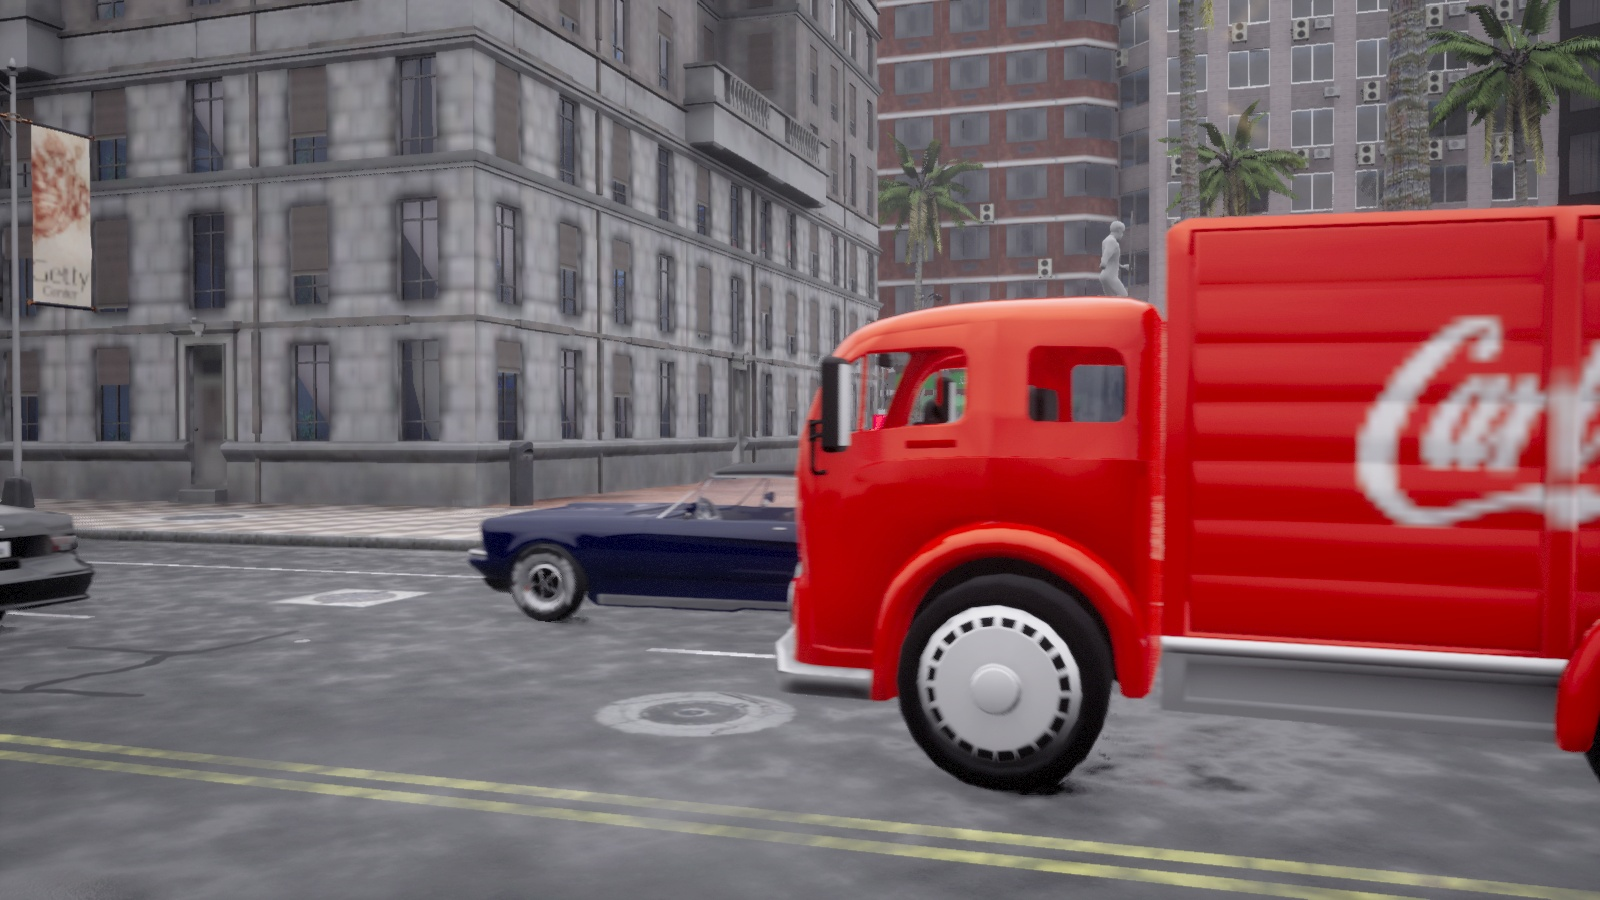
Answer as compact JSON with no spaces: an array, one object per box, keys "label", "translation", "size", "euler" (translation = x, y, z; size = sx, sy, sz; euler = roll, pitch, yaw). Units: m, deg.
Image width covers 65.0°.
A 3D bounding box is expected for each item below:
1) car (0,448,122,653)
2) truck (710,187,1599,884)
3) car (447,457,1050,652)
[{"label":"car","translation":[-8.138,0.690,9.605],"size":[5.357,1.411,2.033],"euler":[1,1,18]},{"label":"truck","translation":[2.504,0.273,5.938],"size":[5.204,2.467,2.627],"euler":[1,1,19]},{"label":"car","translation":[-0.408,0.756,10.603],"size":[4.718,1.301,1.895],"euler":[1,1,19]}]
